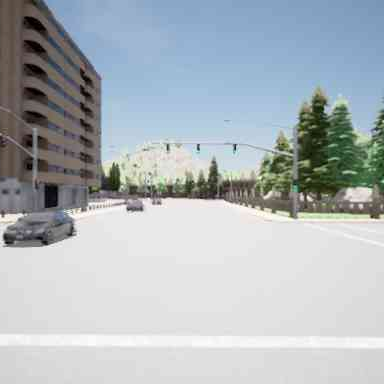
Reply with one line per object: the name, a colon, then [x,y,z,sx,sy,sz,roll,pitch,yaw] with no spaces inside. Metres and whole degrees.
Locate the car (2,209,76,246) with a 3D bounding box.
car: [-6.996,1.579,15.812,1.812,1.442,4.674,0,0,0]

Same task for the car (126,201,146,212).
car: [-6.999,1.815,41.752,1.994,1.385,4.181,0,0,0]

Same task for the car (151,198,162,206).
car: [-6.997,1.898,66.165,2.128,1.511,4.902,0,0,0]
